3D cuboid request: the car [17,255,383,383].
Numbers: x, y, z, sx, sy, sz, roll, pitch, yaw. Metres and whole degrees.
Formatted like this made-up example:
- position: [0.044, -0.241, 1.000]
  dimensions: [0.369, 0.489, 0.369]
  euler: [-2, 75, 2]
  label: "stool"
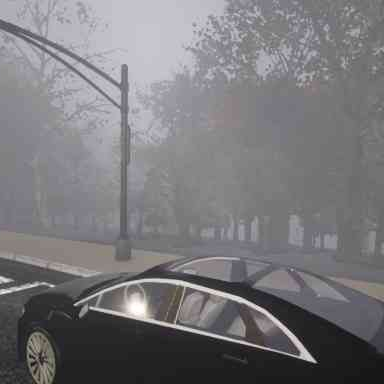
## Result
- position: [0.017, 1.491, 3.688]
  dimensions: [4.902, 1.511, 2.128]
  euler: [0, 0, 34]
  label: "car"
